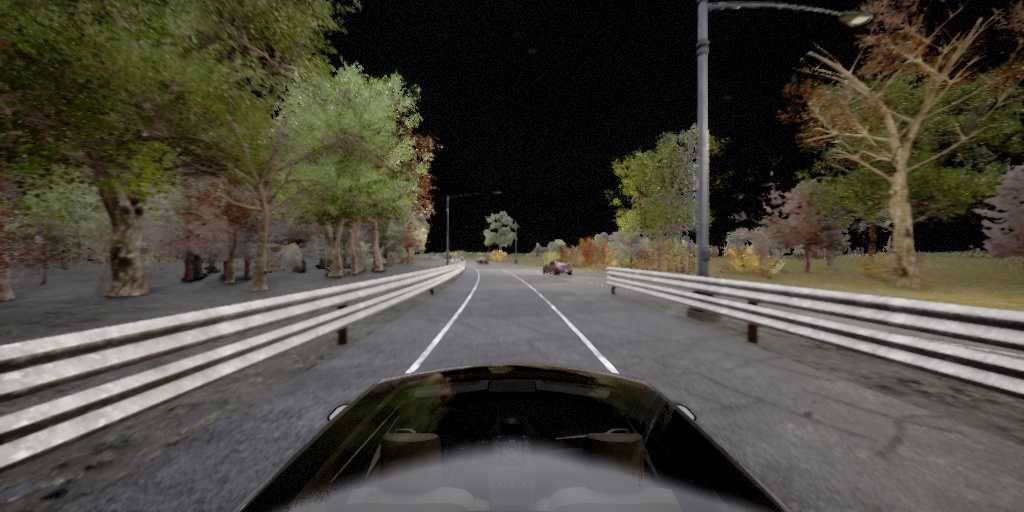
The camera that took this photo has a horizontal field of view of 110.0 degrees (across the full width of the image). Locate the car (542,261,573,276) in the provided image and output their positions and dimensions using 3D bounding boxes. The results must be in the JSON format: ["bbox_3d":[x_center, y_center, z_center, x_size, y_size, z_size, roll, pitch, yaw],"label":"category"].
[{"bbox_3d":[4.582,1.227,36.401,1.812,1.442,4.674,1,0,-16],"label":"car"}]
